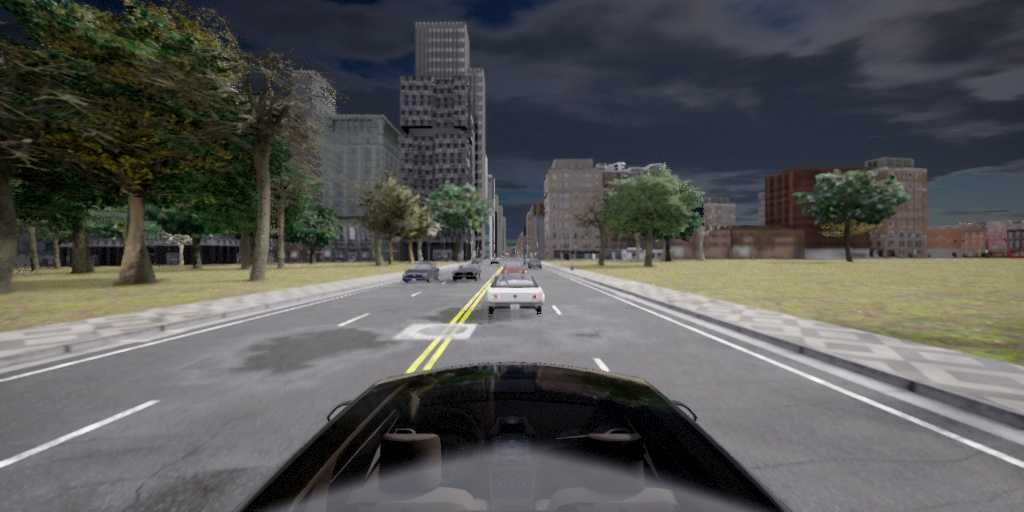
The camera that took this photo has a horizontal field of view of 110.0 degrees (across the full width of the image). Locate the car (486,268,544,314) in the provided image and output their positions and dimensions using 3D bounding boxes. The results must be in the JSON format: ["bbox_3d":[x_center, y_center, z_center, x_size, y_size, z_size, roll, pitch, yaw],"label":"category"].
[{"bbox_3d":[0.101,1.310,13.561,1.895,1.301,4.718,0,0,0],"label":"car"}]

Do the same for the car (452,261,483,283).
[{"bbox_3d":[-3.346,1.267,27.235,1.895,1.301,4.718,0,0,0],"label":"car"}]

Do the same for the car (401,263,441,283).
[{"bbox_3d":[-6.597,1.216,26.756,2.033,1.411,5.357,0,0,0],"label":"car"}]

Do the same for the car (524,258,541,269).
[{"bbox_3d":[3.357,1.095,53.971,2.128,1.511,4.902,0,0,0],"label":"car"}]

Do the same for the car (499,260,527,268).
[{"bbox_3d":[0.104,1.255,31.664,1.895,1.301,4.718,0,0,0],"label":"car"}]
